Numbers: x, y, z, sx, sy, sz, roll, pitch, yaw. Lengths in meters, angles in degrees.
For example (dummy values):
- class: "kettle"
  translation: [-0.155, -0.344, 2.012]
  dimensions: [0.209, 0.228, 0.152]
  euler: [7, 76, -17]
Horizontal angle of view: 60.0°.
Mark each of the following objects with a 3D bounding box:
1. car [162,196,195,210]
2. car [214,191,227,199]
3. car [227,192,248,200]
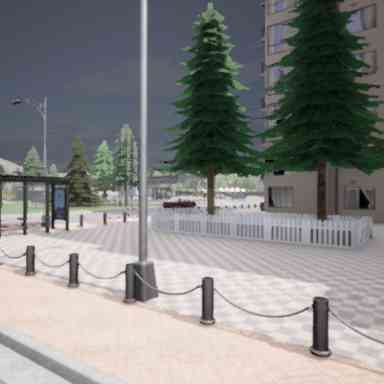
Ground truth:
- class: "car"
  translation: [-1.615, 1.449, 40.979]
  dimensions: [1.895, 1.301, 4.718]
  euler: [0, 0, 35]
- class: "car"
  translation: [7.034, 1.132, 90.150]
  dimensions: [3.806, 1.475, 1.970]
  euler: [0, 0, 35]
- class: "car"
  translation: [11.390, 1.163, 83.444]
  dimensions: [3.633, 1.501, 1.845]
  euler: [0, 0, 35]
